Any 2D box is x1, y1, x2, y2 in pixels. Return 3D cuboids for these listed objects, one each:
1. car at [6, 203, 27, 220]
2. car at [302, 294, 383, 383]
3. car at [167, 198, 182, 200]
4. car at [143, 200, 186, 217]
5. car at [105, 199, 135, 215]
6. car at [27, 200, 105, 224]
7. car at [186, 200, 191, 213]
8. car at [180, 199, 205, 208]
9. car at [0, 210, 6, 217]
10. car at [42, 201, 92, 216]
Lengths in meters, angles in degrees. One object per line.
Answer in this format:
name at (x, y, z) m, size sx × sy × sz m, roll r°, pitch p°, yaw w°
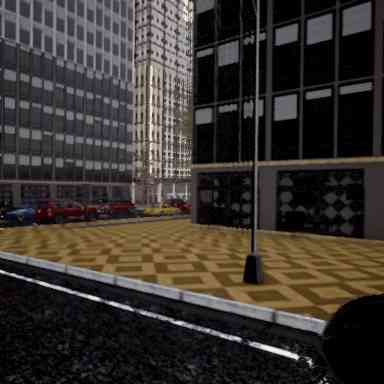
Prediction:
car at (-14.347, 1.694, 30.249) m, size 2.033 × 1.411 × 5.357 m, roll 1°, pitch 0°, yaw 37°
car at (3.303, 1.214, 1.326) m, size 5.566 × 2.045 × 2.150 m, roll -1°, pitch -1°, yaw 36°
car at (-2.801, 1.667, 45.827) m, size 2.097 × 1.767 × 4.553 m, roll 1°, pitch 0°, yaw 37°
car at (-3.087, 1.856, 35.745) m, size 1.752 × 1.417 × 4.829 m, roll 0°, pitch 0°, yaw 37°
car at (-8.716, 1.581, 37.851) m, size 2.097 × 1.767 × 4.553 m, roll 1°, pitch 0°, yaw 37°
car at (-9.898, 1.545, 26.543) m, size 2.192 × 1.841 × 5.009 m, roll 0°, pitch 0°, yaw 37°
car at (0.167, 1.960, 40.142) m, size 1.802 × 1.307 × 4.206 m, roll 0°, pitch 0°, yaw 37°
car at (0.137, 1.914, 54.185) m, size 1.947 × 1.339 × 4.313 m, roll 0°, pitch 0°, yaw 37°
car at (-7.205, 1.357, 8.829) m, size 4.553 × 1.767 × 2.097 m, roll 0°, pitch 0°, yaw 36°
car at (-13.383, 1.678, 35.923) m, size 1.752 × 1.417 × 4.829 m, roll 0°, pitch 0°, yaw 37°
